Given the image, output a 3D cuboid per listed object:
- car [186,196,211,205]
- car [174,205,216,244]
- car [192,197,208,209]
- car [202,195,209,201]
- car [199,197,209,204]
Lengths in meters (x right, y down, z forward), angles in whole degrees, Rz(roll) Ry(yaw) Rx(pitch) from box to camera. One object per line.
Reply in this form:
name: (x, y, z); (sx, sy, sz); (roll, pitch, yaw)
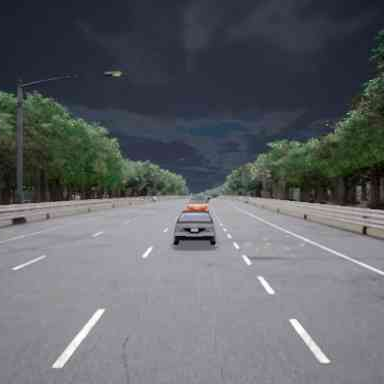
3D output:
car: (0.525, 1.378, 31.076); (2.097, 1.767, 4.553); (0, 0, 2)
car: (0.145, 1.560, 15.761); (2.033, 1.411, 5.357); (0, 0, 1)
car: (1.127, 1.550, 46.212); (2.128, 1.511, 4.902); (0, 0, 3)
car: (3.860, 1.746, 92.280); (1.882, 1.535, 5.008); (0, 0, 4)
car: (2.485, 1.686, 69.955); (1.994, 1.385, 4.181); (0, 0, 4)
